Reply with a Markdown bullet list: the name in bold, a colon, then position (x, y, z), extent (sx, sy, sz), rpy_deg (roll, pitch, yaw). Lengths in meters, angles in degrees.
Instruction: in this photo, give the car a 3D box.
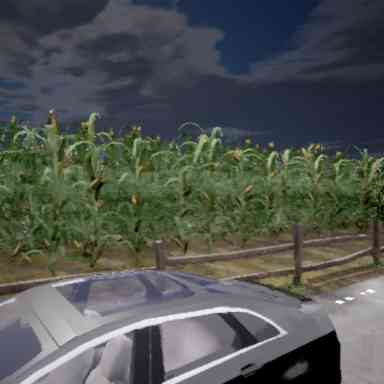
- **car**: position (-0.853, 1.490, 2.460), extent (4.902, 1.511, 2.128), rpy_deg (0, 0, -35)
